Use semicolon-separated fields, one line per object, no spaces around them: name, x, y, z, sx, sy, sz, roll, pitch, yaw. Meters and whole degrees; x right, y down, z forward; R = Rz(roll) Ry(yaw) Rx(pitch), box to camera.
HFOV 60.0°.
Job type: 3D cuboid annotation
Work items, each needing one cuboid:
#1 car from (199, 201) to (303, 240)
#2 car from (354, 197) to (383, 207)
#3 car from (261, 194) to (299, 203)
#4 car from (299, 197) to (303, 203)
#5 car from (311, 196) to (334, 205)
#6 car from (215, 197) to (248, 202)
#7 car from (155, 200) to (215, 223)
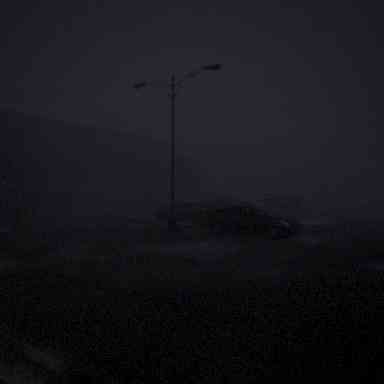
car;2.934;1.437;16.421;4.514;1.523;2.007;1;0;35
car;26.691;1.519;50.307;3.806;1.475;1.970;1;0;35
car;10.156;1.160;39.343;3.866;1.878;1.905;1;0;35
car;11.501;1.178;41.952;4.605;1.855;1.932;1;0;35
car;22.363;1.454;57.031;3.633;1.501;1.845;1;0;35
car;2.753;1.238;28.908;5.027;1.636;2.152;1;0;35
car;-0.696;1.319;23.487;3.806;1.475;1.970;1;0;35
